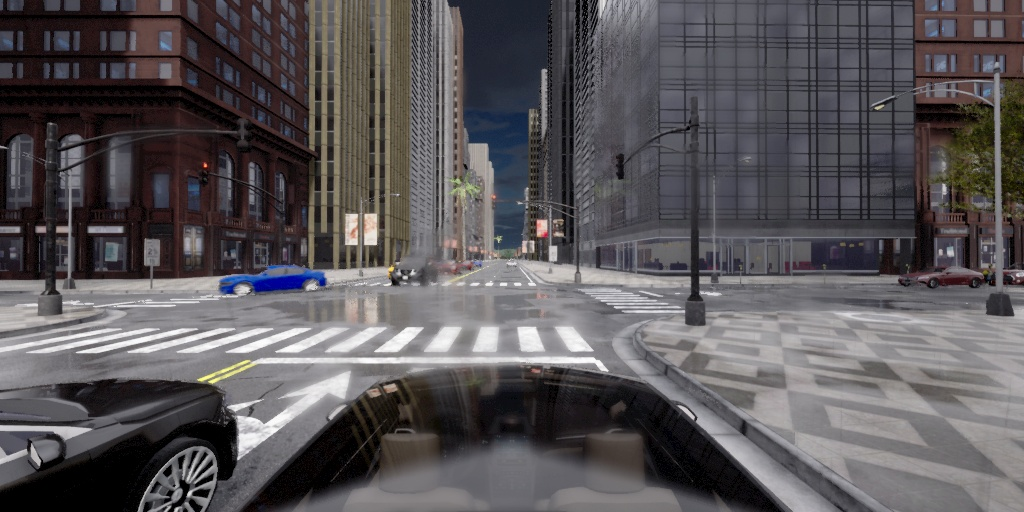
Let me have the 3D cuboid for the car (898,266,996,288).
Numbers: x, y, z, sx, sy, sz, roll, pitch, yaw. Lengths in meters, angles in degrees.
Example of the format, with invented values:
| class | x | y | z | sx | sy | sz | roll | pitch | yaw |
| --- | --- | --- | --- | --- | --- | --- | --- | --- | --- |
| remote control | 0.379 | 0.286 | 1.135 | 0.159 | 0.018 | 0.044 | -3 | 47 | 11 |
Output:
| class | x | y | z | sx | sy | sz | roll | pitch | yaw |
| --- | --- | --- | --- | --- | --- | --- | --- | --- | --- |
| car | 26.418 | 1.276 | 22.078 | 4.207 | 1.307 | 1.802 | 0 | 0 | -1 |

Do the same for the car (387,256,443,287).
| class | x | y | z | sx | sy | sz | roll | pitch | yaw |
| --- | --- | --- | --- | --- | --- | --- | --- | --- | --- |
| car | -6.653 | 1.015 | 25.096 | 2.150 | 2.045 | 5.566 | 0 | 0 | 0 |

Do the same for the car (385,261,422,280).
| class | x | y | z | sx | sy | sz | roll | pitch | yaw |
| --- | --- | --- | --- | --- | --- | --- | --- | --- | --- |
| car | -9.920 | 1.291 | 33.149 | 1.882 | 1.535 | 5.008 | 0 | 0 | 0 |

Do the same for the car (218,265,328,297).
| class | x | y | z | sx | sy | sz | roll | pitch | yaw |
| --- | --- | --- | --- | --- | --- | --- | --- | --- | --- |
| car | -12.934 | 1.271 | 19.724 | 1.882 | 1.535 | 5.008 | 1 | 1 | 45 |

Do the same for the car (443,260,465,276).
| class | x | y | z | sx | sy | sz | roll | pitch | yaw |
| --- | --- | --- | --- | --- | --- | --- | --- | --- | --- |
| car | -6.676 | 1.181 | 38.398 | 2.097 | 1.767 | 4.553 | 0 | 0 | 0 |

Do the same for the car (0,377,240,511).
| class | x | y | z | sx | sy | sz | roll | pitch | yaw |
| --- | --- | --- | --- | --- | --- | --- | --- | --- | --- |
| car | -3.138 | 1.241 | 0.967 | 2.128 | 1.511 | 4.902 | 0 | 0 | -1 |

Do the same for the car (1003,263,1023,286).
| class | x | y | z | sx | sy | sz | roll | pitch | yaw |
| --- | --- | --- | --- | --- | --- | --- | --- | --- | --- |
| car | 32.056 | 1.118 | 22.178 | 4.097 | 1.591 | 1.967 | 0 | 0 | -1 |

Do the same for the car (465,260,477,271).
| class | x | y | z | sx | sy | sz | roll | pitch | yaw |
| --- | --- | --- | --- | --- | --- | --- | --- | --- | --- |
| car | -6.699 | 1.358 | 52.436 | 1.882 | 1.535 | 5.008 | 0 | 0 | 0 |
